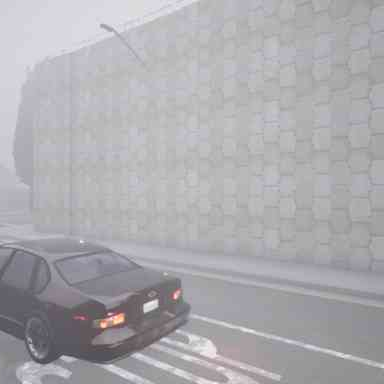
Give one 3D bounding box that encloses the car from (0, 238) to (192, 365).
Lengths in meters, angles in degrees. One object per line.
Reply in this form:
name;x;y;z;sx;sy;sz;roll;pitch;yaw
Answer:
car;-2.592;1.547;5.825;5.357;1.411;2.033;0;0;35
